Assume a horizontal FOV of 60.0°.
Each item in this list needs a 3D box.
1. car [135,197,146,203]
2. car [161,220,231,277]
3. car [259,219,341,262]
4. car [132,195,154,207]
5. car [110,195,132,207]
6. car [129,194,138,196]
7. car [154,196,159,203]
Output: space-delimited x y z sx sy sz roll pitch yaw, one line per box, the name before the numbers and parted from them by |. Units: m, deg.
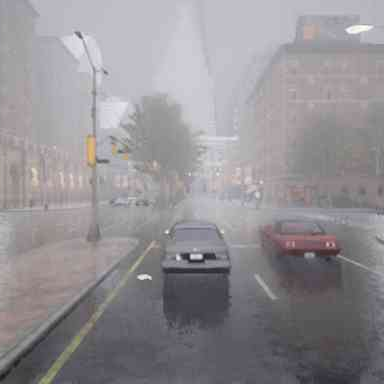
car | -11.532 1.776 75.181 1.812 1.442 4.674 0 0 0
car | 0.096 1.583 10.366 2.033 1.411 5.357 0 0 0
car | 3.696 1.643 12.359 1.895 1.301 4.718 0 0 3
car | -8.080 1.676 55.188 2.128 1.511 4.902 0 0 0
car | -11.580 1.709 54.901 1.812 1.442 4.674 0 0 0
car | -11.527 1.439 64.915 2.150 2.045 5.566 0 0 0
car | -8.027 1.743 64.956 1.812 1.442 4.674 0 0 0
